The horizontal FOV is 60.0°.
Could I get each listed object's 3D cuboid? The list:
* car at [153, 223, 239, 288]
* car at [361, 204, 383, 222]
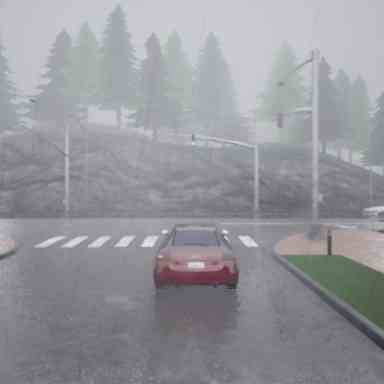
[{"bbox_3d":[0.089,1.536,9.160,1.994,1.385,4.181,0,0,0],"label":"car"},{"bbox_3d":[14.327,1.292,23.151,4.674,1.442,1.812,0,0,0],"label":"car"}]
